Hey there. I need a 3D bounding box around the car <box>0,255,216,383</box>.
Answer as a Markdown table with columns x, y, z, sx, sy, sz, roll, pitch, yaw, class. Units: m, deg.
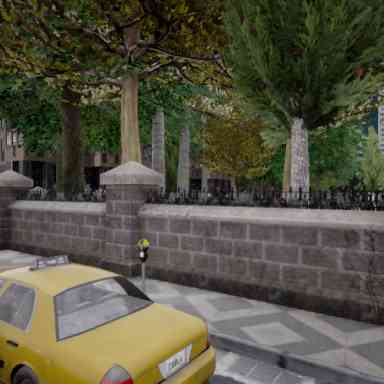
| x | y | z | sx | sy | sz | roll | pitch | yaw | class |
| --- | --- | --- | --- | --- | --- | --- | --- | --- | --- |
| -2.027 | 1.525 | 4.404 | 4.829 | 1.417 | 1.752 | 0 | 0 | 35 | car |
